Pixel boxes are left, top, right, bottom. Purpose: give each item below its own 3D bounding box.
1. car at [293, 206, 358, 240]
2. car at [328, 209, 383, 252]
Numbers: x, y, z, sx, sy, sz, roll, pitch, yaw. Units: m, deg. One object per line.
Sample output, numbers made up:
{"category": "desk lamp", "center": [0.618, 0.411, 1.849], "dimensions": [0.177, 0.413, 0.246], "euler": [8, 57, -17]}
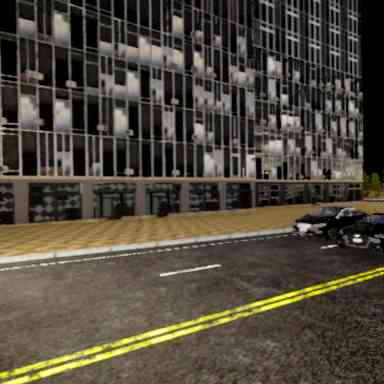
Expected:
{"category": "car", "center": [7.101, 1.469, 16.664], "dimensions": [4.902, 1.511, 2.128], "euler": [0, 0, -35]}
{"category": "car", "center": [7.518, 1.544, 12.988], "dimensions": [4.181, 1.385, 1.994], "euler": [0, 0, -35]}
